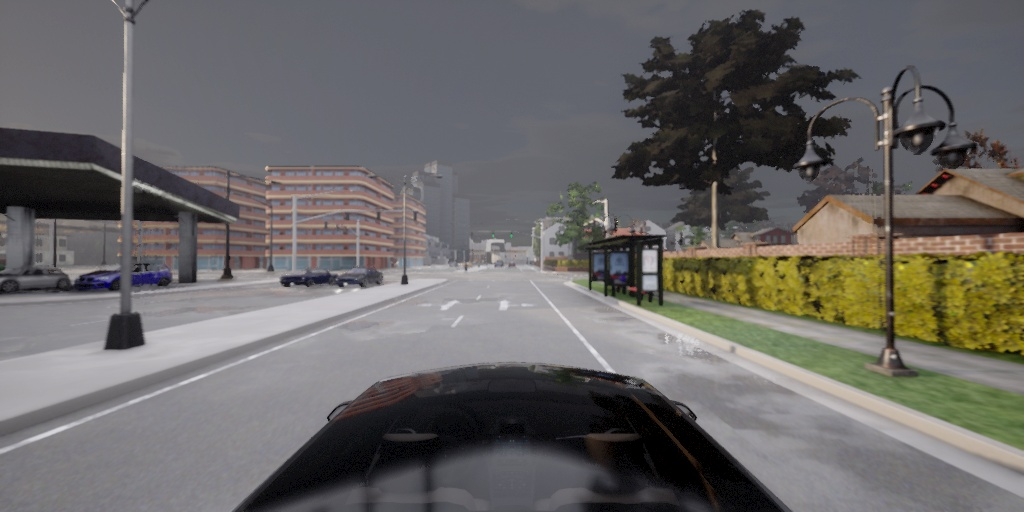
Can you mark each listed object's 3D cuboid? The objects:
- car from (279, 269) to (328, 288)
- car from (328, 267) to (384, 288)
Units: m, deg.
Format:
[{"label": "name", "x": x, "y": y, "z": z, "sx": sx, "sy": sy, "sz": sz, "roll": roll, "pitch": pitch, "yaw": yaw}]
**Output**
[{"label": "car", "x": -15.010, "y": 1.628, "z": 26.715, "sx": 1.895, "sy": 1.301, "sz": 4.718, "roll": 0, "pitch": -1, "yaw": 0}, {"label": "car", "x": -11.502, "y": 1.583, "z": 27.456, "sx": 2.033, "sy": 1.411, "sz": 5.357, "roll": 0, "pitch": -1, "yaw": 0}]
